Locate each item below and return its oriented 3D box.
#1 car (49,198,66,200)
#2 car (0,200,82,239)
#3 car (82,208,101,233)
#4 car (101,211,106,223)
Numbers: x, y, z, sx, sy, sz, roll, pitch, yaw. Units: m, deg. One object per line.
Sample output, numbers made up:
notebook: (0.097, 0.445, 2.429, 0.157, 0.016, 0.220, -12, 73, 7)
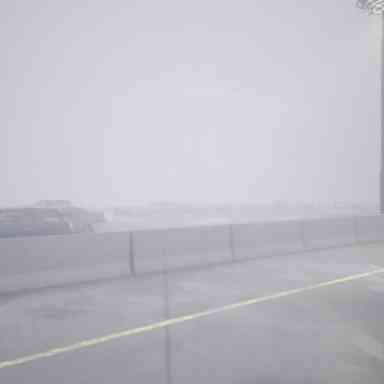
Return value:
car: (-10.006, 1.295, 22.398, 4.553, 1.767, 2.097, 0, 0, -33)
car: (-6.655, 1.319, 11.999, 4.553, 1.767, 2.097, 0, 0, -34)
car: (-6.914, 1.523, 16.052, 4.181, 1.385, 1.994, 0, 0, -34)
car: (-7.880, 1.498, 19.673, 5.357, 1.411, 2.033, 0, 0, -34)
